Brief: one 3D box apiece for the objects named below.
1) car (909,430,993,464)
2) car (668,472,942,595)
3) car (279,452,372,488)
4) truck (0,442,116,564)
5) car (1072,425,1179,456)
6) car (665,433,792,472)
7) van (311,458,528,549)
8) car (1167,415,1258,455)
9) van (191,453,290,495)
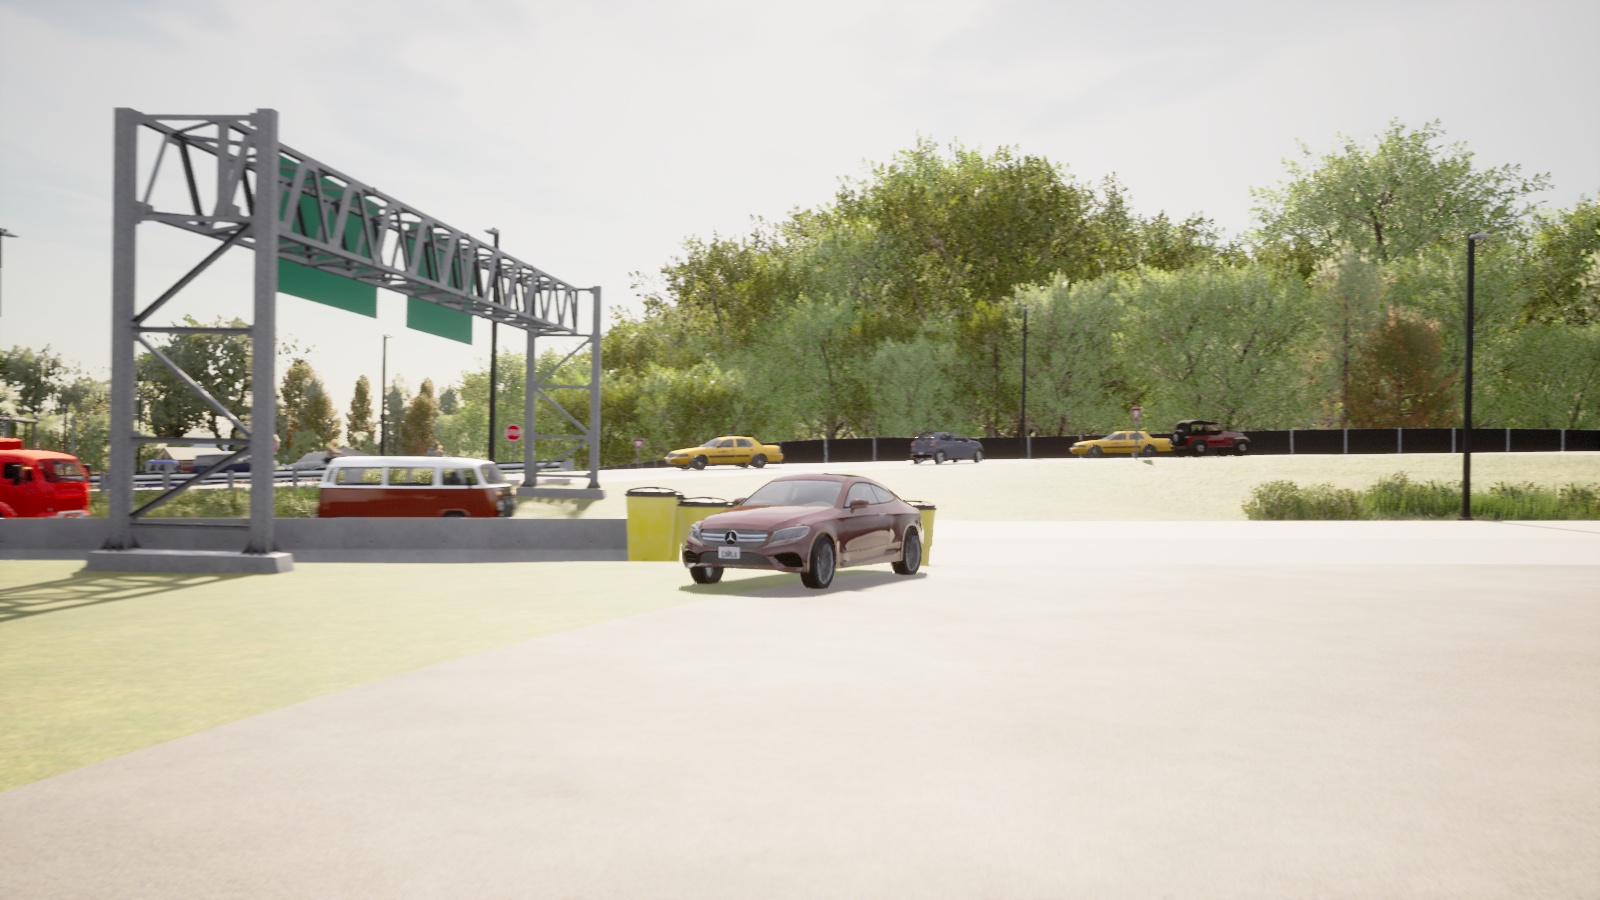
[{"bbox_3d":[7.097,-0.137,59.014,3.633,1.501,1.845,-2,1,-38],"label":"car"},{"bbox_3d":[0.244,1.045,17.229,1.812,1.442,4.674,-1,-2,27],"label":"car"},{"bbox_3d":[-21.832,0.929,58.036,2.163,1.488,4.792,-3,-1,4],"label":"car"},{"bbox_3d":[-17.958,1.114,26.892,5.204,2.467,2.627,-1,0,3],"label":"truck"},{"bbox_3d":[17.699,-0.512,68.405,5.366,1.575,1.801,-1,0,1],"label":"car"},{"bbox_3d":[-3.182,0.086,56.380,5.366,1.575,1.801,-2,1,-28],"label":"car"},{"bbox_3d":[-8.982,1.240,29.912,4.480,2.038,2.069,-1,0,3],"label":"van"},{"bbox_3d":[20.946,-0.760,63.838,3.866,1.878,1.905,-2,0,-11],"label":"car"},{"bbox_3d":[-30.165,1.290,67.782,4.442,1.987,1.775,-4,0,4],"label":"van"}]
